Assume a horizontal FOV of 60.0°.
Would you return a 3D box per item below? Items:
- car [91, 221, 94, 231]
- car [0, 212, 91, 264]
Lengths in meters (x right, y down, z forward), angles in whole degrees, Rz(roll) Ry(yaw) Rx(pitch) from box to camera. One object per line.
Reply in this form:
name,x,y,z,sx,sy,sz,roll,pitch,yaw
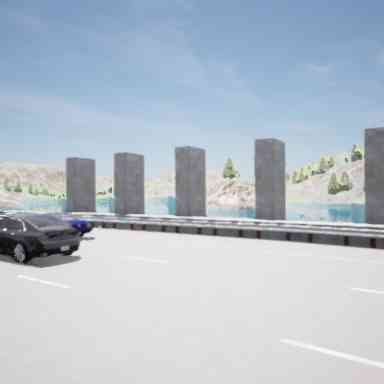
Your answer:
car,-7.281,1.669,16.804,4.718,1.301,1.895,0,0,31
car,-6.139,1.562,12.019,4.892,1.490,1.837,0,0,32
